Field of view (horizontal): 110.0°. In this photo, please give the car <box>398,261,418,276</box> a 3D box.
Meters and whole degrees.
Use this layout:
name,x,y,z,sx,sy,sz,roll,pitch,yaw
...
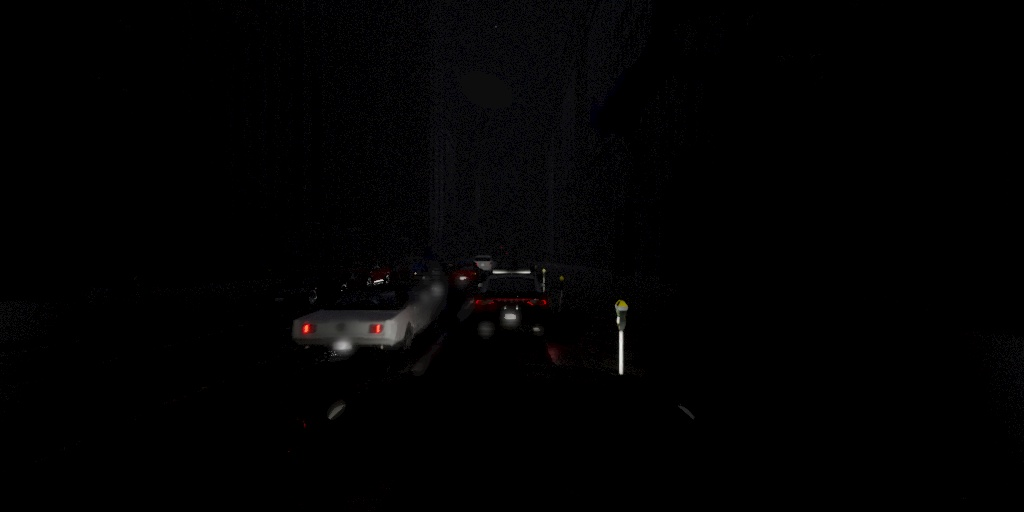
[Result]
name,x,y,z,sx,sy,sz,roll,pitch,yaw
car,-8.908,1.294,27.194,1.888,1.381,4.507,0,0,0

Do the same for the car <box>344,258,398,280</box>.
name,x,y,z,sx,sy,sz,roll,pitch,yaw
car,-8.908,1.064,21.556,2.192,1.841,5.009,0,0,0

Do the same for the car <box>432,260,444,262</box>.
name,x,y,z,sx,sy,sz,roll,pitch,yaw
car,-8.908,1.188,38.467,1.967,1.591,4.097,0,0,0

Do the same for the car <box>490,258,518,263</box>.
name,x,y,z,sx,sy,sz,roll,pitch,yaw
car,-0.383,1.189,27.203,1.967,1.591,4.097,0,0,0

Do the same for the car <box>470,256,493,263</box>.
name,x,y,z,sx,sy,sz,roll,pitch,yaw
car,-3.046,0.970,39.975,2.150,2.045,5.566,0,0,0

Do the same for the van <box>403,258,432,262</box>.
name,x,y,z,sx,sy,sz,roll,pitch,yaw
van,-8.908,1.090,32.830,1.690,1.789,3.998,0,0,0

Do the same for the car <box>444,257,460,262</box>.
name,x,y,z,sx,sy,sz,roll,pitch,yaw
car,-8.908,1.188,49.741,1.967,1.591,4.097,0,0,0

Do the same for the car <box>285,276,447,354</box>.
name,x,y,z,sx,sy,sz,roll,pitch,yaw
car,-3.047,1.350,8.746,1.895,1.301,4.718,0,0,0

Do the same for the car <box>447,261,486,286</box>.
name,x,y,z,sx,sy,sz,roll,pitch,yaw
car,-3.145,1.274,25.502,1.812,1.442,4.674,0,0,0

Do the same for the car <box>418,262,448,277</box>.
name,x,y,z,sx,sy,sz,roll,pitch,yaw
car,-6.245,1.350,28.249,1.895,1.301,4.718,0,0,0

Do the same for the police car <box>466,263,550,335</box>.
name,x,y,z,sx,sy,sz,roll,pitch,yaw
police car,-0.012,1.174,10.610,1.930,1.638,5.238,0,0,0

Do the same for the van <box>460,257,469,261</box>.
name,x,y,z,sx,sy,sz,roll,pitch,yaw
van,-8.908,1.090,61.014,1.690,1.789,3.998,0,0,0

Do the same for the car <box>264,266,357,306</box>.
name,x,y,z,sx,sy,sz,roll,pitch,yaw
car,-8.908,1.315,15.920,1.948,1.339,4.313,0,0,0
